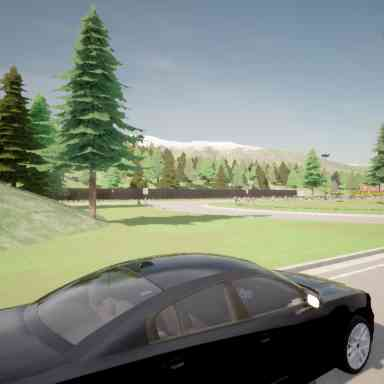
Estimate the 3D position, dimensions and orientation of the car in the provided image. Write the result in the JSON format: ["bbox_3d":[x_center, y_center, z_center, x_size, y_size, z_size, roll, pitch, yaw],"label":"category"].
[{"bbox_3d":[0.212,1.478,3.905,5.008,1.535,1.882,0,0,-36],"label":"car"}]
